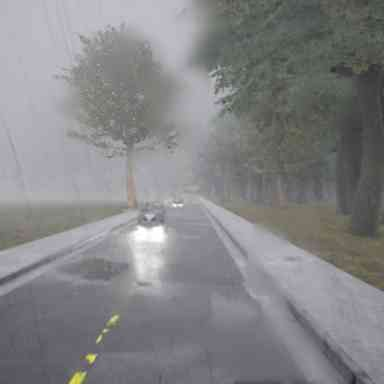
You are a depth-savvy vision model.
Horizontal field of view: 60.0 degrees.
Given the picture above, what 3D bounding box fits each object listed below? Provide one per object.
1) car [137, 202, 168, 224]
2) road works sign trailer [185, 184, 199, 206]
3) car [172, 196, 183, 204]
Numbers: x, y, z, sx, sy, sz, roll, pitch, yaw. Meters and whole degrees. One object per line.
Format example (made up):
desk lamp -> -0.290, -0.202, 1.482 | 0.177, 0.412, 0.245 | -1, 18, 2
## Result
car -> -2.846, 1.501, 24.716 | 2.128, 1.511, 4.902 | 0, 0, 0
road works sign trailer -> 0.006, 0.482, 53.574 | 2.380, 3.560, 2.880 | 0, 0, 0
car -> -2.762, 1.527, 65.189 | 2.128, 1.511, 4.902 | 0, 0, 1
